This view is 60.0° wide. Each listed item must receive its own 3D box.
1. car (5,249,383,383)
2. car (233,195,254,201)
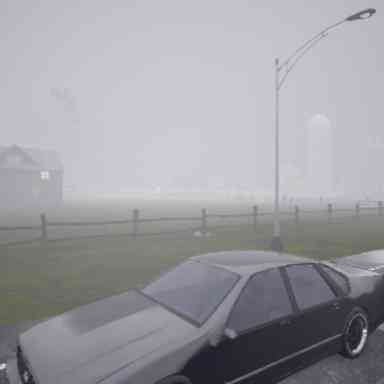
[{"bbox_3d":[0.636,1.556,4.444,5.357,1.411,2.033,0,0,-35],"label":"car"},{"bbox_3d":[11.103,1.235,71.871,1.895,1.301,4.718,0,1,-36],"label":"car"}]
